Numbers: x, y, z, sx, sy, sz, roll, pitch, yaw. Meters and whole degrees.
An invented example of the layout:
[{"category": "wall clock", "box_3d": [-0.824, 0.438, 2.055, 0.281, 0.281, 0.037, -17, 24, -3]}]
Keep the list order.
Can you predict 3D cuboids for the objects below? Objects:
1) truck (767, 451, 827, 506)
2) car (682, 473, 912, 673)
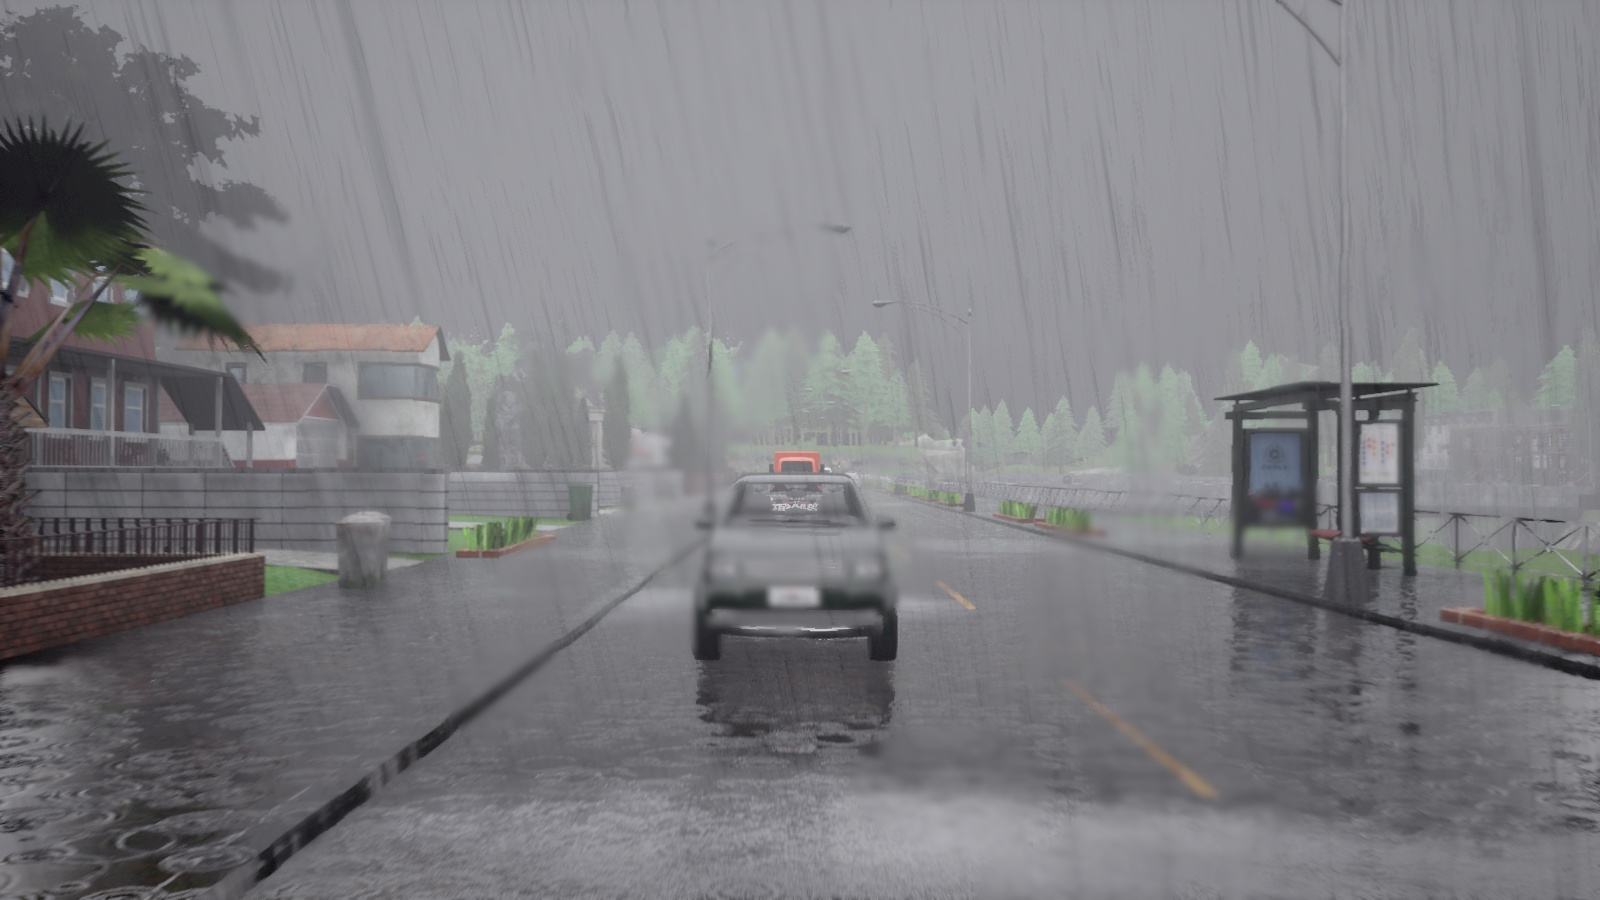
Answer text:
[{"category": "truck", "box_3d": [-0.140, 1.309, 58.591, 2.627, 2.467, 5.204, 0, -1, 0]}, {"category": "car", "box_3d": [-0.028, 0.988, 11.632, 1.789, 1.549, 3.705, 0, -1, 0]}]
